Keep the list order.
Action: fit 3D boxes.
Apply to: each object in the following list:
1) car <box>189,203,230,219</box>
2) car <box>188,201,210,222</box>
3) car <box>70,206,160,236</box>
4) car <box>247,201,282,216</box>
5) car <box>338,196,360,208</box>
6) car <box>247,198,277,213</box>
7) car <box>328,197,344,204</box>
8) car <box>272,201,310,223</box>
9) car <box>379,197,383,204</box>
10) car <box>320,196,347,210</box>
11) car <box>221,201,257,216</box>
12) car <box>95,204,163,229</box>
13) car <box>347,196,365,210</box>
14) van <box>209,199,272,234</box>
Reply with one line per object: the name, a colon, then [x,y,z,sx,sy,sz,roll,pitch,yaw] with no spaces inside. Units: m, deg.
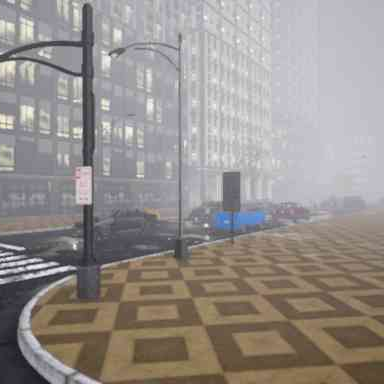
car: [1.745,1.725,31.405,1.802,1.307,4.206,0,0,38]
car: [1.679,1.479,27.274,2.097,1.767,4.553,0,0,38]
car: [-4.300,1.670,19.515,2.033,1.411,5.357,0,0,38]
car: [7.734,1.696,35.120,1.994,1.385,4.181,0,0,38]
car: [24.808,1.488,52.479,2.097,1.767,4.553,0,0,37]
car: [8.534,1.589,40.222,1.967,1.590,4.097,0,0,38]
car: [28.904,1.734,66.669,2.008,1.369,4.403,-1,0,38]
car: [7.987,1.536,26.597,1.967,1.590,4.097,0,0,38]
car: [38.541,1.710,66.267,1.947,1.339,4.313,-1,0,38]
car: [18.629,1.617,44.458,2.128,1.511,4.902,0,0,38]
car: [5.140,1.690,35.814,1.887,1.381,4.507,0,0,38]
car: [-4.365,1.664,23.685,1.752,1.417,4.829,0,0,38]
car: [21.566,1.427,44.230,2.192,1.841,5.009,-1,0,38]
van: [3.022,1.433,19.970,1.690,1.788,3.998,0,0,38]
